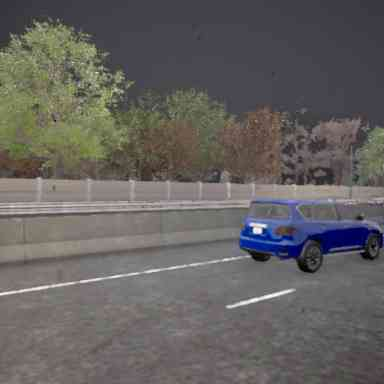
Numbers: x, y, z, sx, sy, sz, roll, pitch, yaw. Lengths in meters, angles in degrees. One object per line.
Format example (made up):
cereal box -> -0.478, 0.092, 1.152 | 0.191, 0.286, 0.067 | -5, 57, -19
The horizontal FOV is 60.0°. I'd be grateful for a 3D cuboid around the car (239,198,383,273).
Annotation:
car -> 4.070, 1.246, 11.021 | 5.566, 2.045, 2.150 | 1, -1, -35
